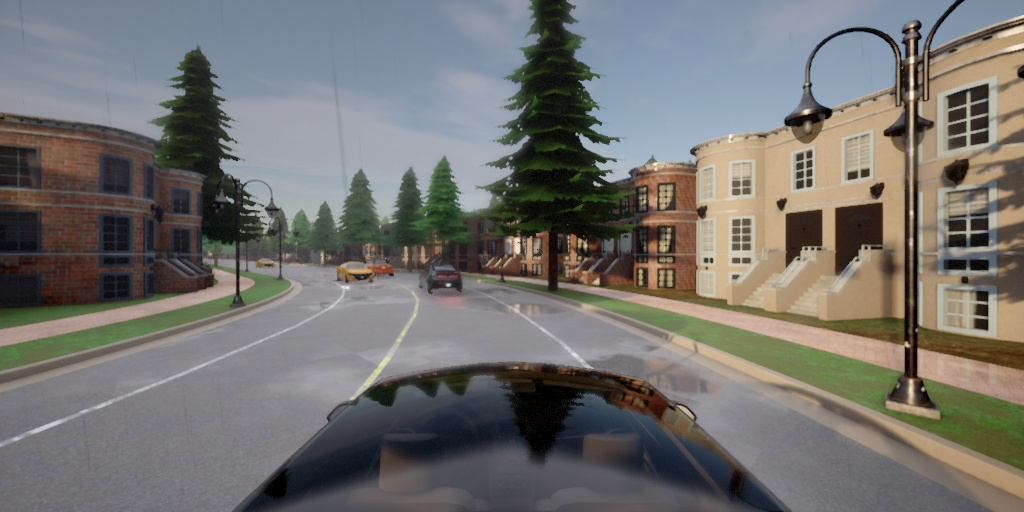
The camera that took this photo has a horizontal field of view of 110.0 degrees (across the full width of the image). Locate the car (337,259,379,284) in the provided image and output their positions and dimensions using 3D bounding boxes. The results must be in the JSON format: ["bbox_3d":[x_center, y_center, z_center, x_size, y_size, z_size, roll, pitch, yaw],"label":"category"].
[{"bbox_3d":[-11.811,1.197,26.908,1.882,1.535,5.008,0,0,-35],"label":"car"}]

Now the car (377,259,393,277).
[{"bbox_3d":[-13.237,1.063,34.624,2.097,1.767,4.553,0,0,-40],"label":"car"}]

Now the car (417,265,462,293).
[{"bbox_3d":[-4.200,1.229,20.589,1.837,1.490,4.892,0,0,-23],"label":"car"}]
